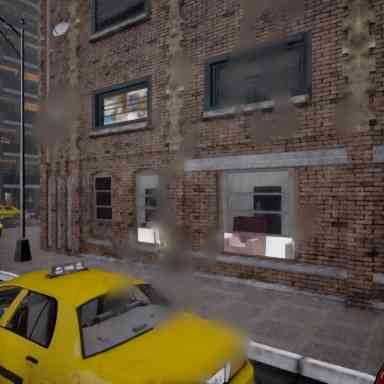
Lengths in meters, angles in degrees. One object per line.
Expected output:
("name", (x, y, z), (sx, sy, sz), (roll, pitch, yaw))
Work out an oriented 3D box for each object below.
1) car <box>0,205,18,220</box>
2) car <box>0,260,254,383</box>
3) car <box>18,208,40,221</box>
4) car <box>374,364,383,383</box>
("car", (-17.415, 1.837, 29.982), (1.752, 1.417, 4.829), (-1, -2, 35))
("car", (-1.681, 1.525, 4.077), (4.829, 1.417, 1.752), (0, 0, 36))
("car", (-13.327, 1.893, 31.277), (1.812, 1.442, 4.674), (0, -1, 35))
("car", (3.083, 1.315, 0.678), (5.009, 1.841, 2.192), (0, 0, 36))
